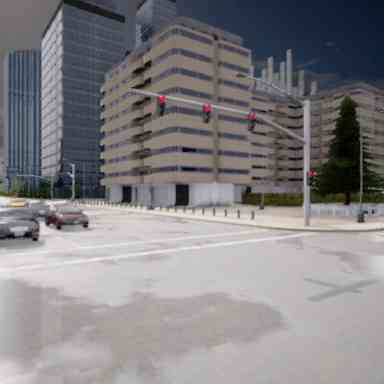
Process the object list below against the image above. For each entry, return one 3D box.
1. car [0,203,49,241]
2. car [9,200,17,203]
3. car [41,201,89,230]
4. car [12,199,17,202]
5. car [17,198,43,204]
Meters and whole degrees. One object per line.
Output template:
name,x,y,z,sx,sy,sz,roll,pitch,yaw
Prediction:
car,-8.630,1.494,16.041,2.128,1.511,4.902,0,0,-34
car,-13.973,1.529,23.610,1.812,1.442,4.674,0,0,-35
car,-8.152,1.532,21.508,1.812,1.442,4.674,0,0,-36
car,-19.164,1.484,36.956,1.882,1.535,5.008,0,0,-36
car,-13.418,1.498,28.865,2.128,1.511,4.902,0,0,-35
